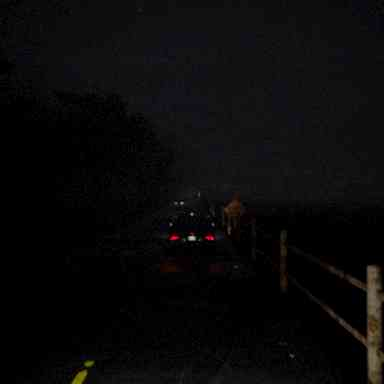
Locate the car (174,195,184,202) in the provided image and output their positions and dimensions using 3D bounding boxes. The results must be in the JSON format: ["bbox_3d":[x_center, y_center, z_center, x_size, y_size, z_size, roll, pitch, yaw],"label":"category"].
[{"bbox_3d":[-2.748,1.380,71.770,2.033,1.411,5.357,0,1,0],"label":"car"}]

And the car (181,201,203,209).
[{"bbox_3d":[0.006,1.776,29.279,1.994,1.385,4.181,0,0,0],"label":"car"}]

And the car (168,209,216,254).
[{"bbox_3d":[0.001,1.666,13.983,2.033,1.411,5.357,0,0,0],"label":"car"}]

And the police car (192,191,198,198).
[{"bbox_3d":[0.828,0.847,93.970,1.930,1.638,5.238,0,1,0],"label":"police car"}]

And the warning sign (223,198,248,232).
[{"bbox_3d":[2.453,1.274,18.880,1.300,1.860,1.060,0,0,0],"label":"warning sign"}]
